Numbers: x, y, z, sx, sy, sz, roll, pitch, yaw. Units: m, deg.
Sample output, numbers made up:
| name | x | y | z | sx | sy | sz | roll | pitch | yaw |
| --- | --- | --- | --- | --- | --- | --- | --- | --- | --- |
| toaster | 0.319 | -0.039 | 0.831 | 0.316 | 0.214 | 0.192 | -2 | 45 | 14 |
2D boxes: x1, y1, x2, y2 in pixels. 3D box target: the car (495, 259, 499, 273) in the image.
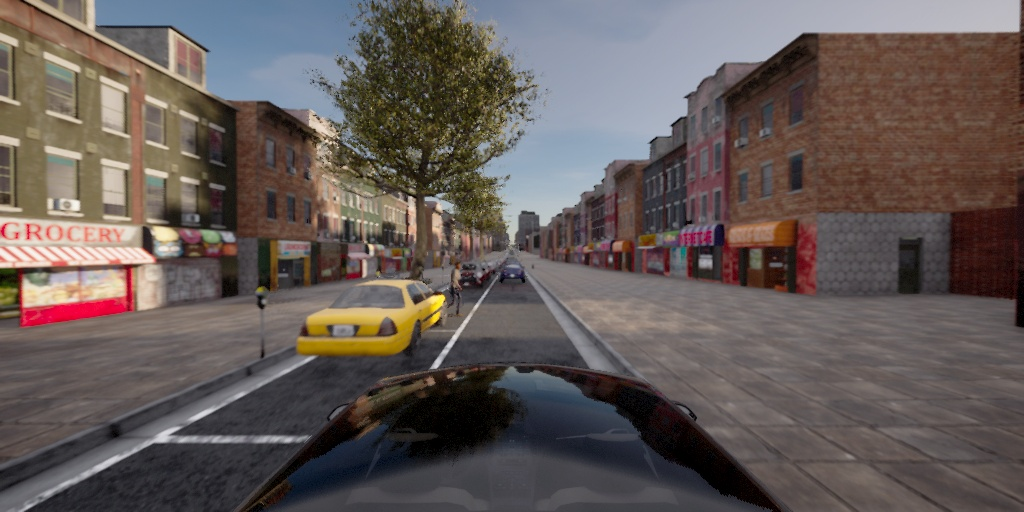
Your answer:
| name | x | y | z | sx | sy | sz | roll | pitch | yaw |
| --- | --- | --- | --- | --- | --- | --- | --- | --- | --- |
| car | -2.634 | 1.301 | 39.575 | 1.802 | 1.307 | 4.207 | 0 | 0 | 0 |

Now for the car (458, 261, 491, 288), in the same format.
| name | x | y | z | sx | sy | sz | roll | pitch | yaw |
| --- | --- | --- | --- | --- | --- | --- | --- | --- | --- |
| car | -2.636 | 1.133 | 22.983 | 1.967 | 1.591 | 4.097 | 0 | 0 | 0 |

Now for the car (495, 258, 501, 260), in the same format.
| name | x | y | z | sx | sy | sz | roll | pitch | yaw |
| --- | --- | --- | --- | --- | --- | --- | --- | --- | --- |
| car | -2.633 | 1.285 | 45.109 | 2.007 | 1.370 | 4.403 | 0 | 0 | 0 |

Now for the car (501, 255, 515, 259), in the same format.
| name | x | y | z | sx | sy | sz | roll | pitch | yaw |
| --- | --- | --- | --- | --- | --- | --- | --- | --- | --- |
| car | 0.055 | 1.092 | 46.583 | 2.097 | 1.767 | 4.553 | 0 | 0 | 1 |

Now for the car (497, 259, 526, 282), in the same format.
| name | x | y | z | sx | sy | sz | roll | pitch | yaw |
| --- | --- | --- | --- | --- | --- | --- | --- | --- | --- |
| car | 0.053 | 1.221 | 27.881 | 1.812 | 1.442 | 4.674 | 0 | 0 | 0 |

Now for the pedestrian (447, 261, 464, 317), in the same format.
| name | x | y | z | sx | sy | sz | roll | pitch | yaw |
| --- | --- | --- | --- | --- | --- | --- | --- | --- | --- |
| pedestrian | -1.781 | 1.006 | 11.397 | 0.375 | 1.860 | 0.375 | 1 | 1 | 0 |

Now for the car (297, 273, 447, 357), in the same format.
| name | x | y | z | sx | sy | sz | roll | pitch | yaw |
| --- | --- | --- | --- | --- | --- | --- | --- | --- | --- |
| car | -2.750 | 1.177 | 8.413 | 1.801 | 1.575 | 5.366 | 0 | 0 | 0 |

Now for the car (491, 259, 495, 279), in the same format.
| name | x | y | z | sx | sy | sz | roll | pitch | yaw |
| --- | --- | --- | --- | --- | --- | --- | --- | --- | --- |
| car | -2.635 | 1.135 | 28.514 | 1.967 | 1.591 | 4.097 | 0 | 0 | 0 |
